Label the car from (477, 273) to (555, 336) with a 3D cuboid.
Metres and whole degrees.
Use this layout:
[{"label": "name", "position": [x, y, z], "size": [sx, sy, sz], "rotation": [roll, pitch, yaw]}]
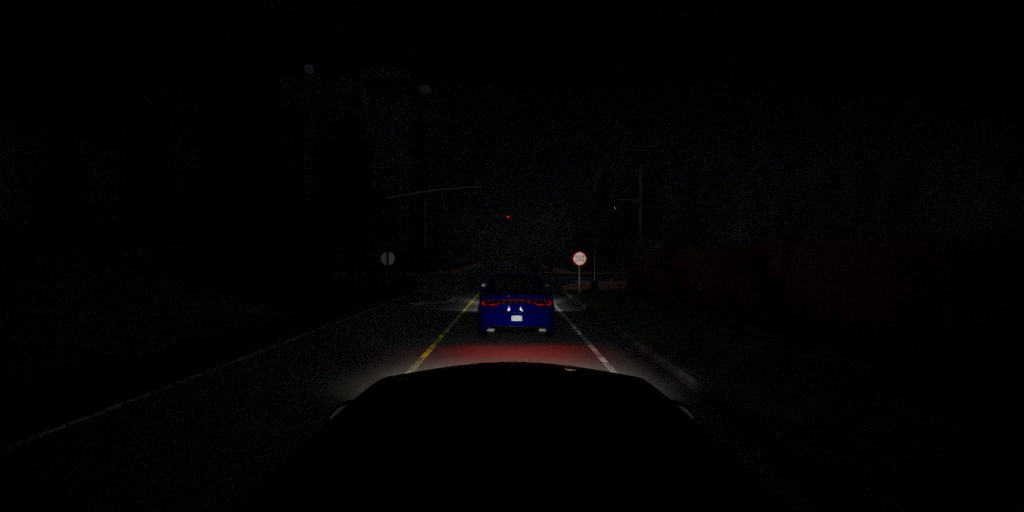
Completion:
[{"label": "car", "position": [0.098, 1.228, 10.415], "size": [1.882, 1.535, 5.008], "rotation": [0, 0, 0]}]
